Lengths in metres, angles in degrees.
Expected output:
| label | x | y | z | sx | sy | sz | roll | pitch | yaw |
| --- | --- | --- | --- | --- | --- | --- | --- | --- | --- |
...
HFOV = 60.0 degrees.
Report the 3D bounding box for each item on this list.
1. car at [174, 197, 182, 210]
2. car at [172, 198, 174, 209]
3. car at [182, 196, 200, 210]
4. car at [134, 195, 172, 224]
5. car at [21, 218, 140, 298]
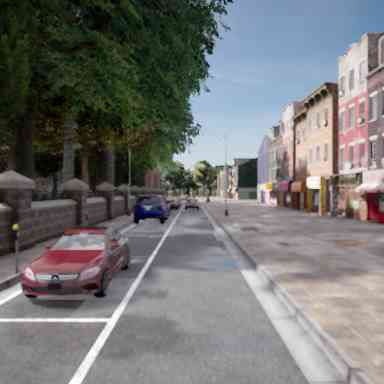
| label | x | y | z | sx | sy | sz | roll | pitch | yaw |
| --- | --- | --- | --- | --- | --- | --- | --- | --- | --- |
| car | -2.625 | 1.585 | 42.604 | 1.887 | 1.381 | 4.507 | 0 | 0 | 0 |
| car | -3.006 | 1.523 | 32.012 | 1.837 | 1.490 | 4.892 | 0 | 0 | 0 |
| car | 0.035 | 1.601 | 43.884 | 2.033 | 1.411 | 5.357 | 0 | 0 | 0 |
| car | -2.970 | 1.237 | 25.042 | 2.150 | 2.045 | 5.566 | 0 | 0 | 0 |
| car | -2.638 | 1.580 | 8.472 | 1.802 | 1.307 | 4.206 | 0 | 0 | 0 |
